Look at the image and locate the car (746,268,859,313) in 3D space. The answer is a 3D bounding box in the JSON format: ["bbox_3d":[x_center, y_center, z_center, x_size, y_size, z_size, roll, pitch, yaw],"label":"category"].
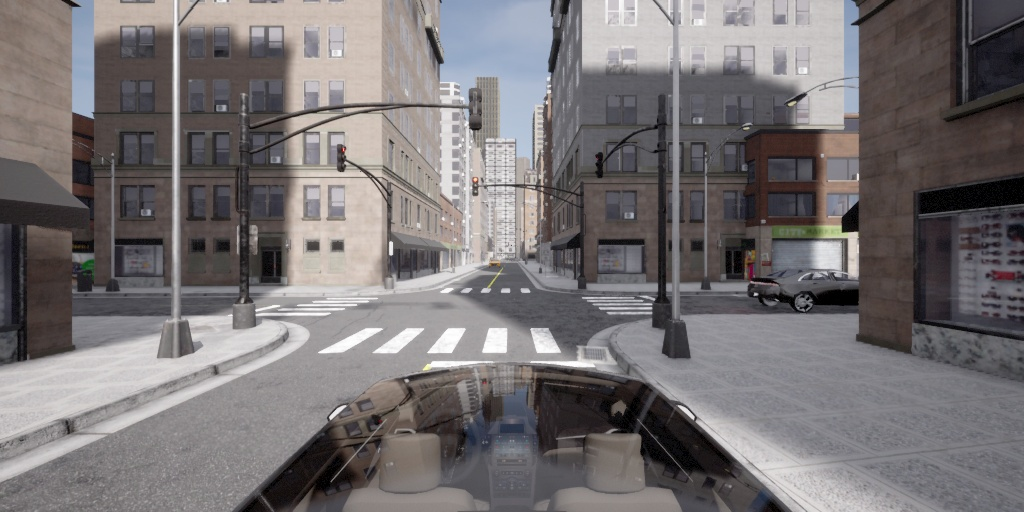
[{"bbox_3d":[11.428,1.209,13.234,4.902,1.511,2.128,0,0,0],"label":"car"}]

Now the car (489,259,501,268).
[{"bbox_3d":[-2.995,1.208,62.919,1.882,1.535,5.008,0,0,0],"label":"car"}]
